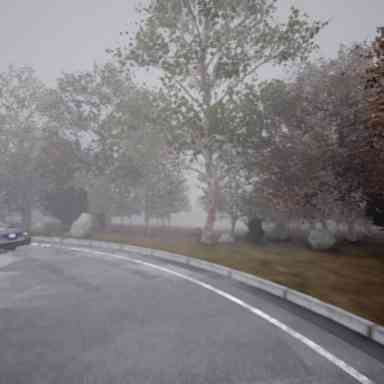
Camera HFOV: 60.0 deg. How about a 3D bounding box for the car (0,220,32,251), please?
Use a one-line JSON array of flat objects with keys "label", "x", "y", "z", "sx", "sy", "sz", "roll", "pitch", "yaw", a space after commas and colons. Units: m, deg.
[{"label": "car", "x": -9.093, "y": 1.759, "z": 13.636, "sx": 5.357, "sy": 1.411, "sz": 2.033, "roll": -1, "pitch": 0, "yaw": 24}]
